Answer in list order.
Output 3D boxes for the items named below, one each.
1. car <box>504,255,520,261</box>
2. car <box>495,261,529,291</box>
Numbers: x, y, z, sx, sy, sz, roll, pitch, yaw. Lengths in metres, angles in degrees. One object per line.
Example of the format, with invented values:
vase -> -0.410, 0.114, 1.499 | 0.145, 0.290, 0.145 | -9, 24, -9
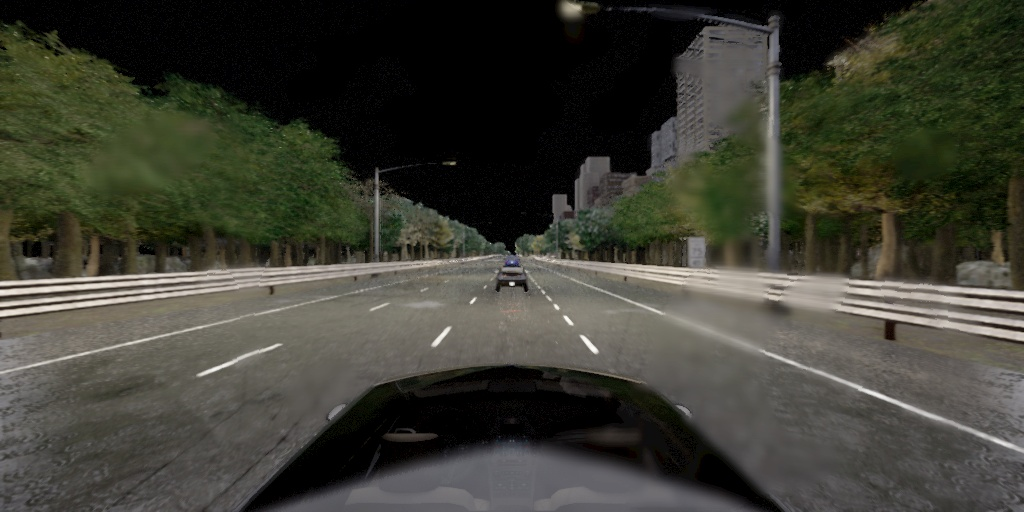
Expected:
car -> 0.008, 1.012, 53.102 | 2.150, 2.045, 5.566 | 0, 0, 0
car -> 0.003, 1.281, 22.266 | 1.837, 1.490, 4.892 | 0, 0, 0
